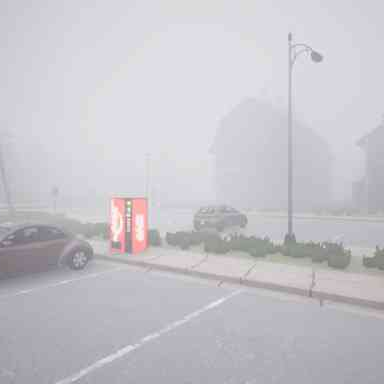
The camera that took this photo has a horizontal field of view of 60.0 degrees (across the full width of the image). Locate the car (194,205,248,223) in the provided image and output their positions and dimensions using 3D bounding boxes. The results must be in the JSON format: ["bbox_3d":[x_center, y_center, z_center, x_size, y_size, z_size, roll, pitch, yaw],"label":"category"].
[{"bbox_3d":[1.793,1.506,20.096,1.816,1.474,4.193,0,0,36],"label":"car"}]

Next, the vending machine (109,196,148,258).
[{"bbox_3d":[-2.267,1.195,11.933,0.880,2.100,1.100,0,0,35],"label":"vending machine"}]

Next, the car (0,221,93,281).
[{"bbox_3d":[-4.678,1.521,8.913,1.784,1.438,3.905,0,0,36],"label":"car"}]
